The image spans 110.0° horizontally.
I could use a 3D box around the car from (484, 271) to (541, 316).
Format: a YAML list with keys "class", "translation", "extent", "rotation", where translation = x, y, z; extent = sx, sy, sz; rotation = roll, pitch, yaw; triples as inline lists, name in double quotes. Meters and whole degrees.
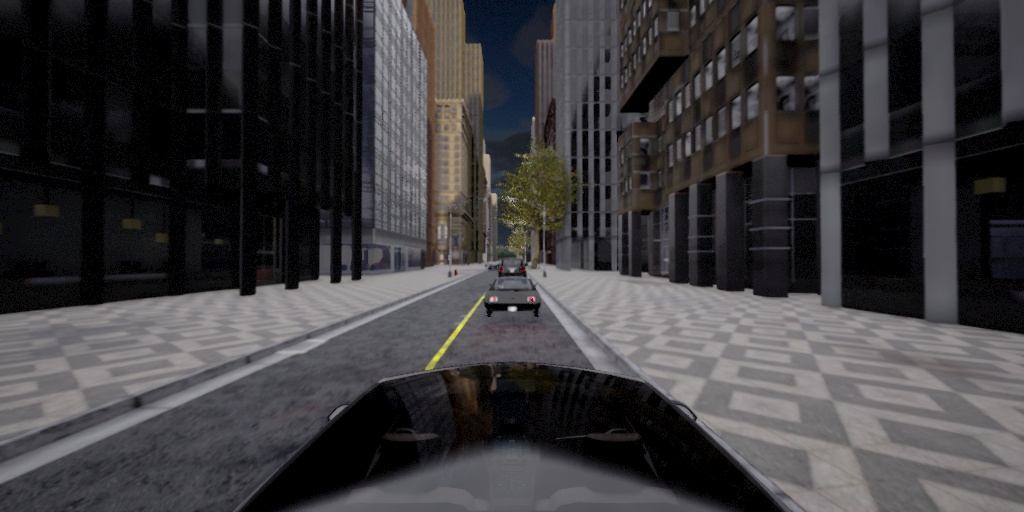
- class: "car"
  translation: [0.039, 1.432, 13.731]
  extent: [1.895, 1.301, 4.718]
  rotation: [0, 0, 1]

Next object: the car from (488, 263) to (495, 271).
- class: "car"
  translation: [-3.025, 1.823, 59.822]
  extent: [1.895, 1.301, 4.718]
  rotation: [0, -1, 1]

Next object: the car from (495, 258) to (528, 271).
- class: "car"
  translation: [0.037, 1.163, 28.234]
  extent: [2.150, 2.045, 5.566]
  rotation: [0, 0, 1]
